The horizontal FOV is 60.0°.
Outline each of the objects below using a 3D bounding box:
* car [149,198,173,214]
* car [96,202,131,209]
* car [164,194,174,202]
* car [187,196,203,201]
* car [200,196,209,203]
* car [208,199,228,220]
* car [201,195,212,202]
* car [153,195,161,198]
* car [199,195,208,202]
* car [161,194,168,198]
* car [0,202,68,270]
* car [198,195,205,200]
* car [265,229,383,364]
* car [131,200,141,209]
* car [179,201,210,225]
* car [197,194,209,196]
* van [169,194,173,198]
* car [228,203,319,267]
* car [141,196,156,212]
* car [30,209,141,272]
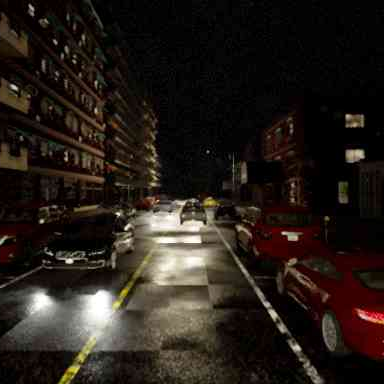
[{"bbox_3d":[-3.058,1.610,35.425,1.895,1.301,4.718,0,0,0],"label":"car"},{"bbox_3d":[-5.699,1.552,22.337,2.008,1.369,4.403,0,0,0],"label":"car"},{"bbox_3d":[-5.730,1.390,83.270,2.192,1.841,5.009,0,0,0],"label":"car"},{"bbox_3d":[0.073,1.564,44.111,2.033,1.411,5.357,0,0,0],"label":"car"},{"bbox_3d":[2.656,1.579,72.365,1.752,1.417,4.829,0,0,0],"label":"car"},{"bbox_3d":[2.679,1.555,27.881,2.008,1.369,4.403,0,0,0],"label":"car"},{"bbox_3d":[2.667,1.548,50.209,1.752,1.417,4.829,0,0,0],"label":"car"},{"bbox_3d":[-5.710,1.456,44.494,1.967,1.590,4.097,0,0,0],"label":"car"},{"bbox_3d":[2.653,1.505,77.735,1.967,1.590,4.097,0,0,0],"label":"car"},{"bbox_3d":[-5.715,1.343,55.574,2.192,1.841,5.009,0,0,0],"label":"car"},{"bbox_3d":[-5.693,1.314,11.259,2.192,1.841,5.009,0,0,0],"label":"car"},{"bbox_3d":[2.645,1.540,94.353,1.967,1.590,4.097,0,0,0],"label":"car"},{"bbox_3d":[2.690,1.581,5.725,1.802,1.307,4.206,0,0,0],"label":"car"},{"bbox_3d":[-5.702,1.529,27.707,1.752,1.417,4.829,0,0,0],"label":"car"},{"bbox_3d":[0.086,1.603,24.106,1.895,1.301,4.718,0,0,0],"label":"car"},{"bbox_3d":[2.660,1.359,66.656,2.192,1.841,5.009,0,0,0],"label":"car"},{"bbox_3d":[-5.724,1.394,72.191,1.690,1.788,3.998,0,0,0],"label":"van"},{"bbox_3d":[2.688,1.314,11.264,2.192,1.841,5.009,0,0,0],"label":"car"},{"bbox_3d":[-5.708,1.556,38.956,1.887,1.381,4.507,0,0,0],"label":"car"},{"bbox_3d":[-3.081,1.504,10.823,1.837,1.490,4.892,0,0,0],"label":"car"}]
